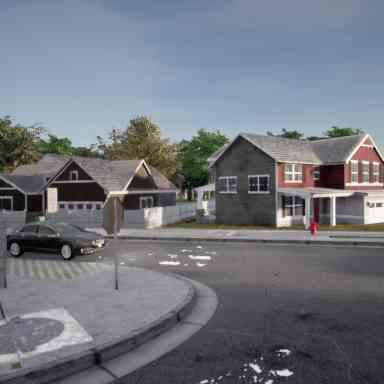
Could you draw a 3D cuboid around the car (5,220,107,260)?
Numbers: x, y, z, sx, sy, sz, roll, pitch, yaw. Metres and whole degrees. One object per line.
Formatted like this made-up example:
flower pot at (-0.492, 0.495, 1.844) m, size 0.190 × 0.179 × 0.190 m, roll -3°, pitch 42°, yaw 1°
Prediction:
car at (-6.090, 2.047, 14.784) m, size 4.892 × 1.490 × 1.837 m, roll -2°, pitch 0°, yaw 22°
